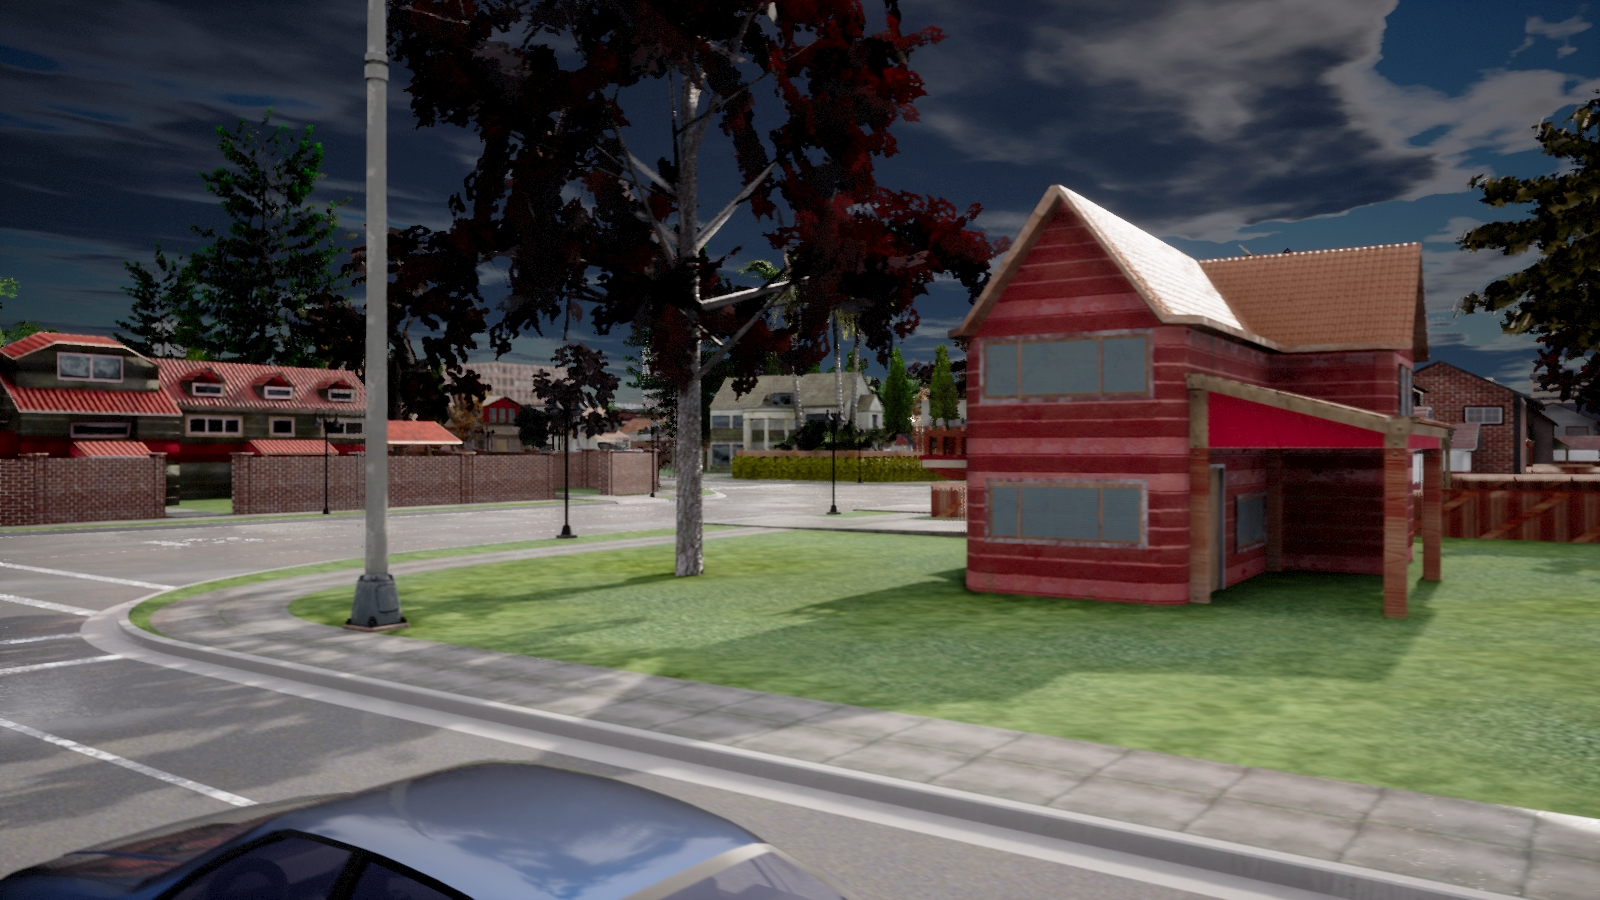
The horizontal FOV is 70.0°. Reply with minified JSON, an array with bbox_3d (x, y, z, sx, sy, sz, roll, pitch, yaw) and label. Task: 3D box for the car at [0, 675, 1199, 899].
[{"bbox_3d":[-1.387,2.101,4.696,5.357,1.411,2.033,0,0,36],"label":"car"}]
